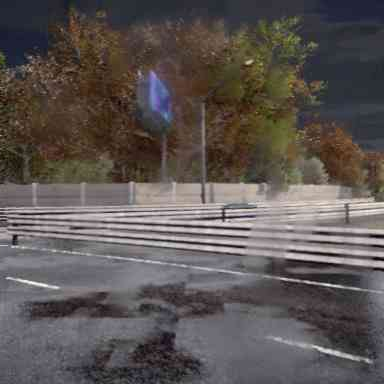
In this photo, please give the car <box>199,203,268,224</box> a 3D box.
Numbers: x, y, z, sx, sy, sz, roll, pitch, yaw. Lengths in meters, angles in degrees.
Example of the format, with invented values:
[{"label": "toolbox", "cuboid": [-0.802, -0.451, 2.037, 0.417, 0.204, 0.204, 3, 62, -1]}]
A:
[{"label": "car", "cuboid": [2.911, 1.526, 23.016, 5.008, 1.535, 1.882, -1, 0, -24]}]
